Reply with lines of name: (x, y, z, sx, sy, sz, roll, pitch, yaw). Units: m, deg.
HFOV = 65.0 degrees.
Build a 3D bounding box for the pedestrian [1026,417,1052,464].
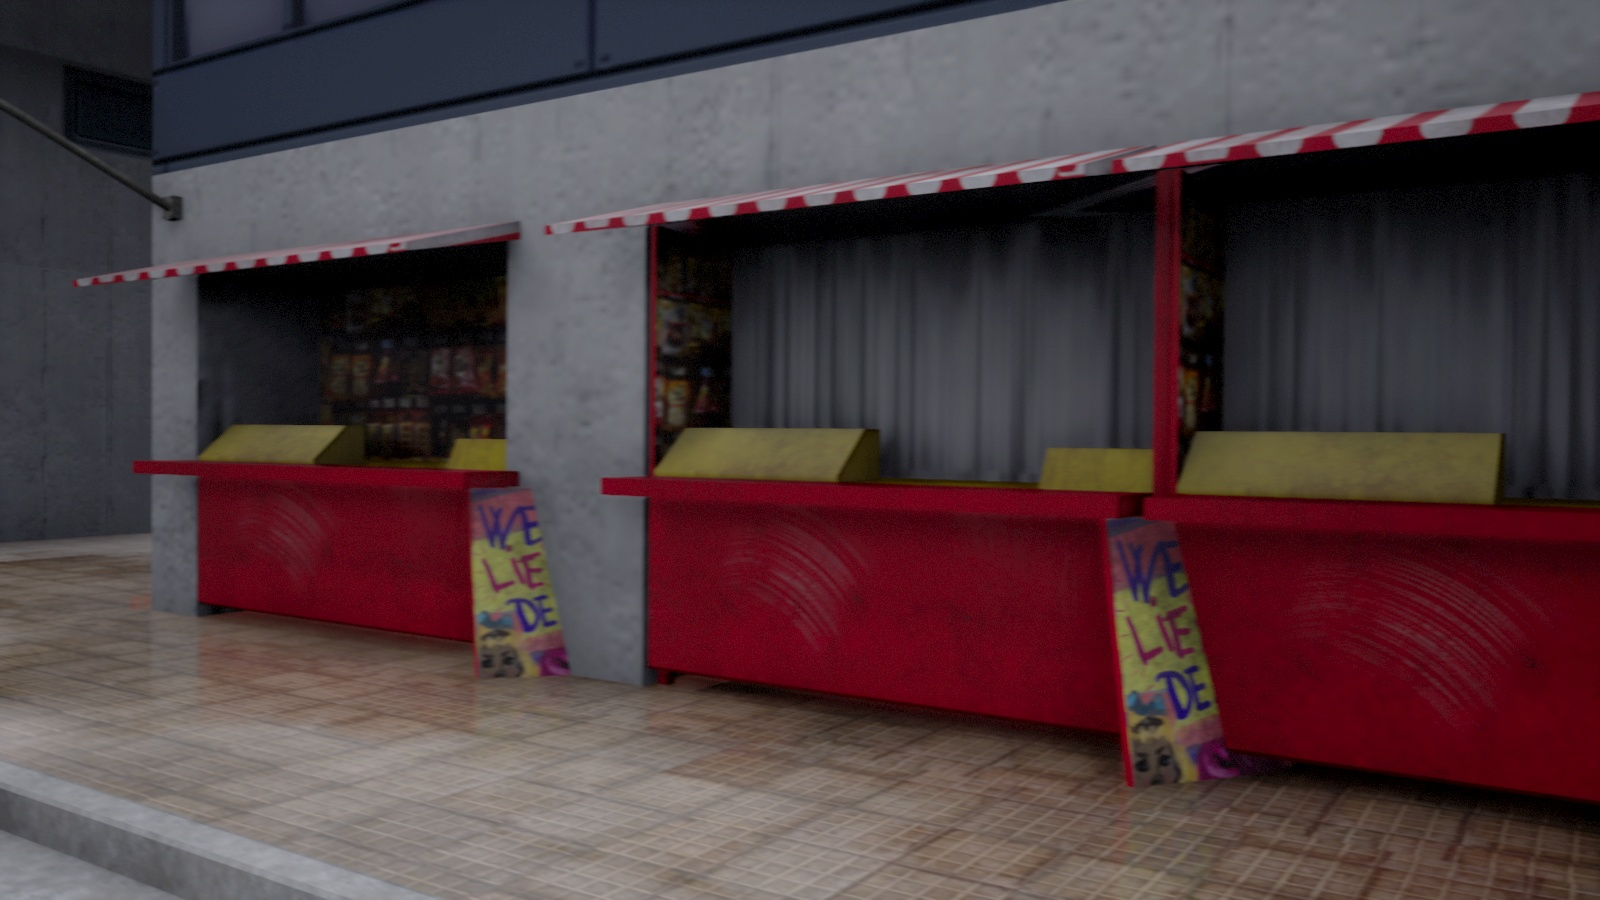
pedestrian: (9.689, -0.390, 50.861, 0.849, 1.883, 0.563, 0, 1, 34)
